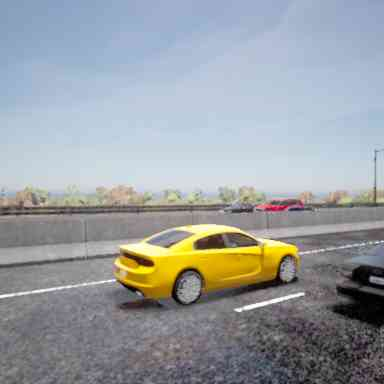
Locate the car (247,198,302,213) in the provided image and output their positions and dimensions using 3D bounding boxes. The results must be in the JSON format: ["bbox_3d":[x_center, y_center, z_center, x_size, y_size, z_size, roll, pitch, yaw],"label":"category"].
[{"bbox_3d":[8.068,1.618,30.755,5.566,2.045,2.150,1,-1,-35],"label":"car"}]

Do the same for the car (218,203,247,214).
[{"bbox_3d":[4.769,1.884,32.728,4.902,1.511,2.128,1,-1,-35],"label":"car"}]

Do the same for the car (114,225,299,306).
[{"bbox_3d":[0.593,1.573,8.339,5.008,1.535,1.882,1,-1,-35],"label":"car"}]

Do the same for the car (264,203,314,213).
[{"bbox_3d":[8.282,1.880,26.647,4.674,1.442,1.812,1,-1,-35],"label":"car"}]

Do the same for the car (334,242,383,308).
[{"bbox_3d":[5.403,1.671,7.406,5.357,1.411,2.033,1,-1,-35],"label":"car"}]
